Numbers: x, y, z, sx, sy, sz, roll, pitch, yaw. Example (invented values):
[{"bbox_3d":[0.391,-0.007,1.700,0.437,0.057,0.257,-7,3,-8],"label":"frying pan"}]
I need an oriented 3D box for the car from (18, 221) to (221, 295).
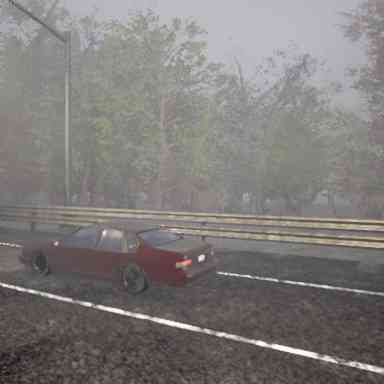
[{"bbox_3d":[-1.994,1.478,8.487,5.357,1.411,2.033,0,1,28],"label":"car"}]
